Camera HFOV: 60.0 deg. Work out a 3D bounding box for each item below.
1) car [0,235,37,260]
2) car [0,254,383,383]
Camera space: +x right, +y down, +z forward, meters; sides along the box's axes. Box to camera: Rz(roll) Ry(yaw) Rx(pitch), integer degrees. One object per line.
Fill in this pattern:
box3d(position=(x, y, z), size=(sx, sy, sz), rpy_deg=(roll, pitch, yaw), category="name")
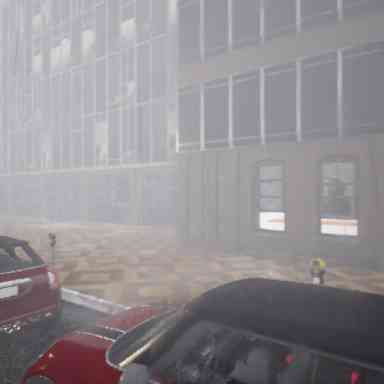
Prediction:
box3d(position=(-4.185, 1.452, 5.868), size=(4.097, 1.590, 1.967), rpy_deg=(0, 0, 36), category="car")
box3d(position=(0.447, 1.442, 2.559), size=(4.097, 1.590, 1.967), rpy_deg=(0, 0, 36), category="car")
